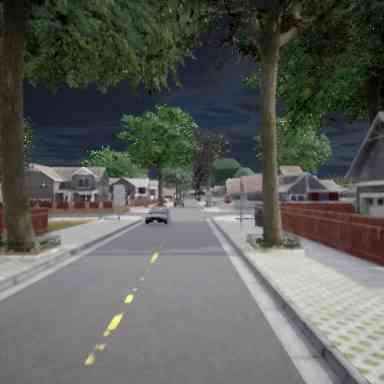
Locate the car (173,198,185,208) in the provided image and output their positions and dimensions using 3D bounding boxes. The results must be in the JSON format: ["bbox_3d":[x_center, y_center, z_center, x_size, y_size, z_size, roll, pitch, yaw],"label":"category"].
[{"bbox_3d":[-2.775,2.203,70.313,2.150,2.045,5.566,0,-1,0],"label":"car"}]

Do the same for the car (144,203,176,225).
[{"bbox_3d":[-2.785,1.930,28.218,2.033,1.411,5.357,0,-1,0],"label":"car"}]
